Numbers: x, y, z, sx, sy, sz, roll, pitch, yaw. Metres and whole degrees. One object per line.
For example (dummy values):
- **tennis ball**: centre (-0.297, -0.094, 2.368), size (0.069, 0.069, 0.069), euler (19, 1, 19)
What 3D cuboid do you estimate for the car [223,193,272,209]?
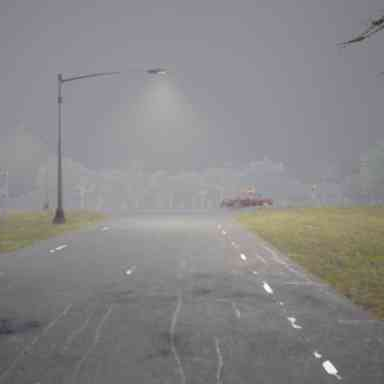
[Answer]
- **car**: centre (6.350, 1.038, 36.973), size (5.008, 1.535, 1.882), euler (-3, -1, -1)

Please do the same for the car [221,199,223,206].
- **car**: centre (6.620, 1.134, 44.009), size (5.566, 2.045, 2.150), euler (-1, -3, -1)
